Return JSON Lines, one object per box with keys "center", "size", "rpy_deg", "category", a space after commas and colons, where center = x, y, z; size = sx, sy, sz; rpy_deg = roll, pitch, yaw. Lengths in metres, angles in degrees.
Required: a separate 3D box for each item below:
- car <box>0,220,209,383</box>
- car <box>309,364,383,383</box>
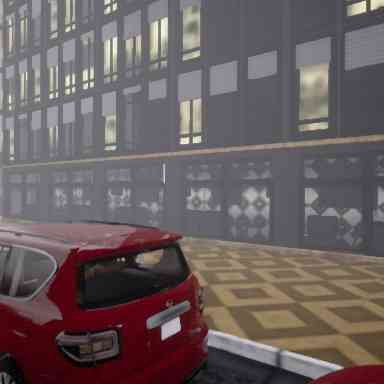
{"center": [-2.135, 1.312, 4.391], "size": [5.009, 1.841, 2.192], "rpy_deg": [0, 0, 36], "category": "car"}
{"center": [2.505, 1.542, 1.082], "size": [4.507, 1.381, 1.887], "rpy_deg": [0, 0, 36], "category": "car"}
